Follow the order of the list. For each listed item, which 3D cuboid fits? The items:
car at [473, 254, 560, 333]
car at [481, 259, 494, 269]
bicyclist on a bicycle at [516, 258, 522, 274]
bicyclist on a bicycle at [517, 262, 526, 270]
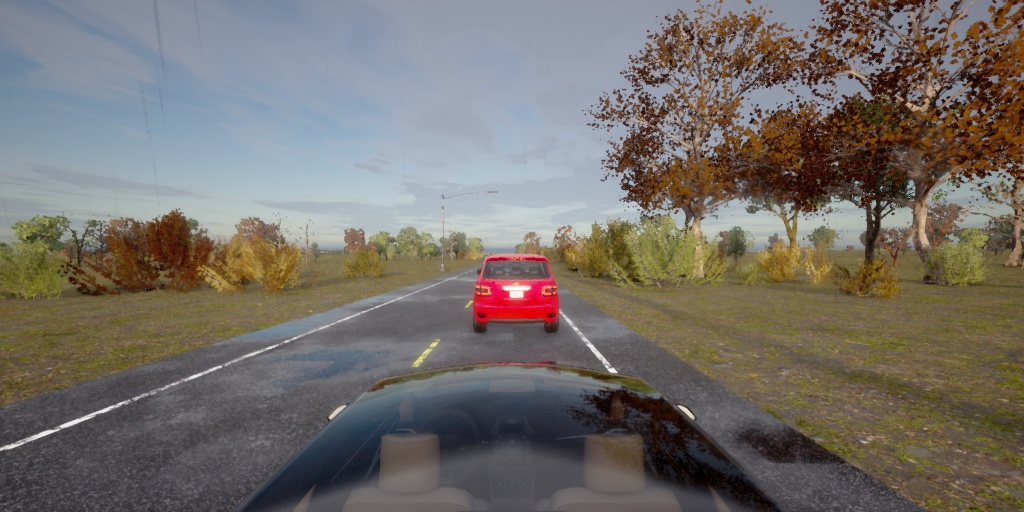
[{"bbox_3d":[0.084,0.968,10.842,2.150,2.045,5.566,0,0,-1],"label":"car"},{"bbox_3d":[-3.915,1.259,57.441,1.812,1.442,4.674,0,0,-1],"label":"car"},{"bbox_3d":[0.807,1.107,40.033,0.659,1.776,1.843,0,0,0],"label":"bicyclist on a bicycle"},{"bbox_3d":[0.877,1.110,30.021,0.659,1.776,1.843,0,0,0],"label":"bicyclist on a bicycle"}]
